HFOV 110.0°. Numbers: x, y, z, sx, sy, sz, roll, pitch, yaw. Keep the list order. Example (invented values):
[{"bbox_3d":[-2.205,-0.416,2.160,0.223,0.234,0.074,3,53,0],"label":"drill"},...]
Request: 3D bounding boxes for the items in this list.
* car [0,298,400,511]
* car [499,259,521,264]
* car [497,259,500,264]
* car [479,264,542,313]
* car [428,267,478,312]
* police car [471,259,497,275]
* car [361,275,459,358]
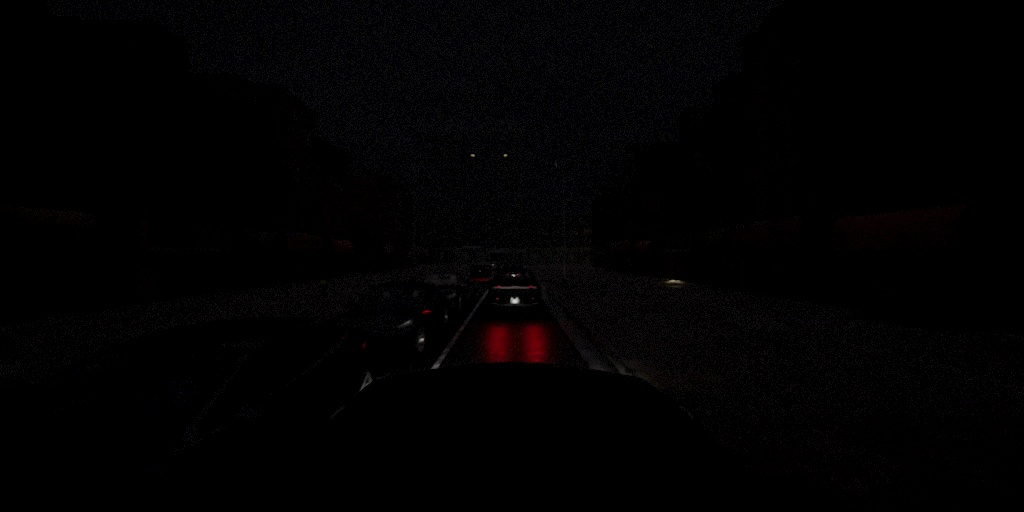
[{"bbox_3d":[-2.637,1.313,3.045,1.948,1.339,4.313,0,0,0],"label":"car"},{"bbox_3d":[0.099,1.202,29.300,1.837,1.490,4.892,0,0,0],"label":"car"},{"bbox_3d":[-2.630,1.245,46.662,1.802,1.307,4.207,0,0,0],"label":"car"},{"bbox_3d":[0.095,1.218,13.825,2.128,1.511,4.902,0,0,0],"label":"car"},{"bbox_3d":[-2.635,1.277,13.950,2.007,1.370,4.403,0,0,0],"label":"car"},{"bbox_3d":[-2.744,1.115,33.409,1.930,1.638,5.238,0,0,0],"label":"police car"},{"bbox_3d":[-2.636,1.303,8.497,1.948,1.339,4.313,0,0,0],"label":"car"}]
